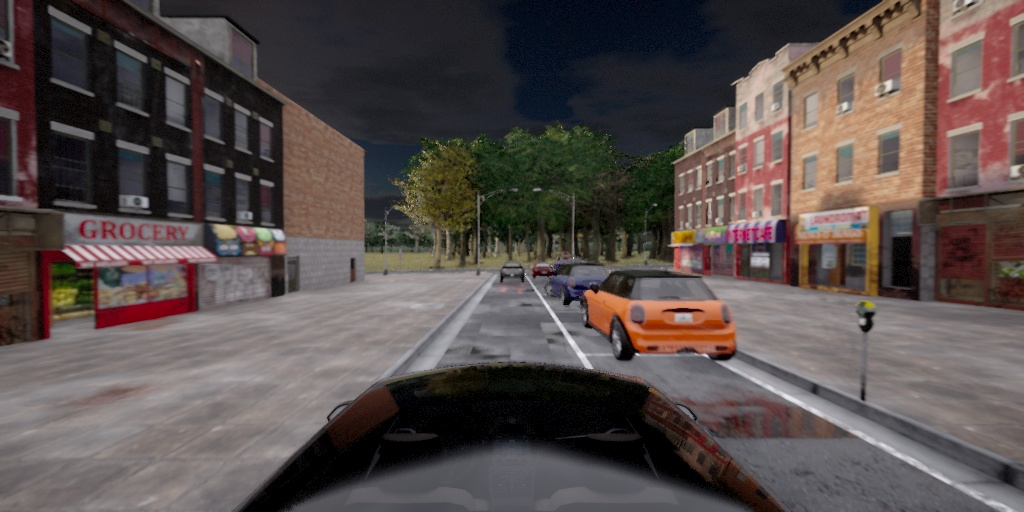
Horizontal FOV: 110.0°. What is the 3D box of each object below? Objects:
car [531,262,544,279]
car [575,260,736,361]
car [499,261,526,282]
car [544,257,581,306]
[{"bbox_3d":[2.635,1.211,31.584,1.888,1.381,4.507,0,0,0],"label":"car"},{"bbox_3d":[2.988,1.081,8.373,2.097,1.767,4.553,0,0,0],"label":"car"},{"bbox_3d":[0.034,1.167,27.999,2.128,1.511,4.902,0,0,0],"label":"car"},{"bbox_3d":[2.889,1.058,15.576,2.097,1.767,4.553,0,0,-3],"label":"car"}]
